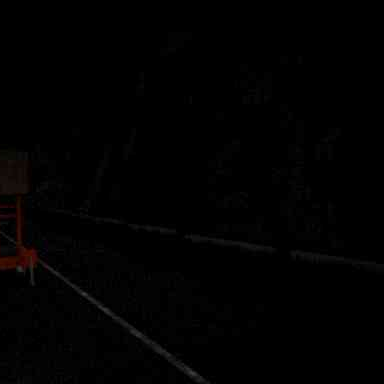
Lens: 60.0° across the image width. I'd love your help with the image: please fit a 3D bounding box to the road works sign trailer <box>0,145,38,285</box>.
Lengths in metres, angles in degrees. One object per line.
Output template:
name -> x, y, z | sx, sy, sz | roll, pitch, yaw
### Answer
road works sign trailer -> -5.586, 0.529, 8.780 | 2.380, 3.560, 2.880 | -1, 0, -36
